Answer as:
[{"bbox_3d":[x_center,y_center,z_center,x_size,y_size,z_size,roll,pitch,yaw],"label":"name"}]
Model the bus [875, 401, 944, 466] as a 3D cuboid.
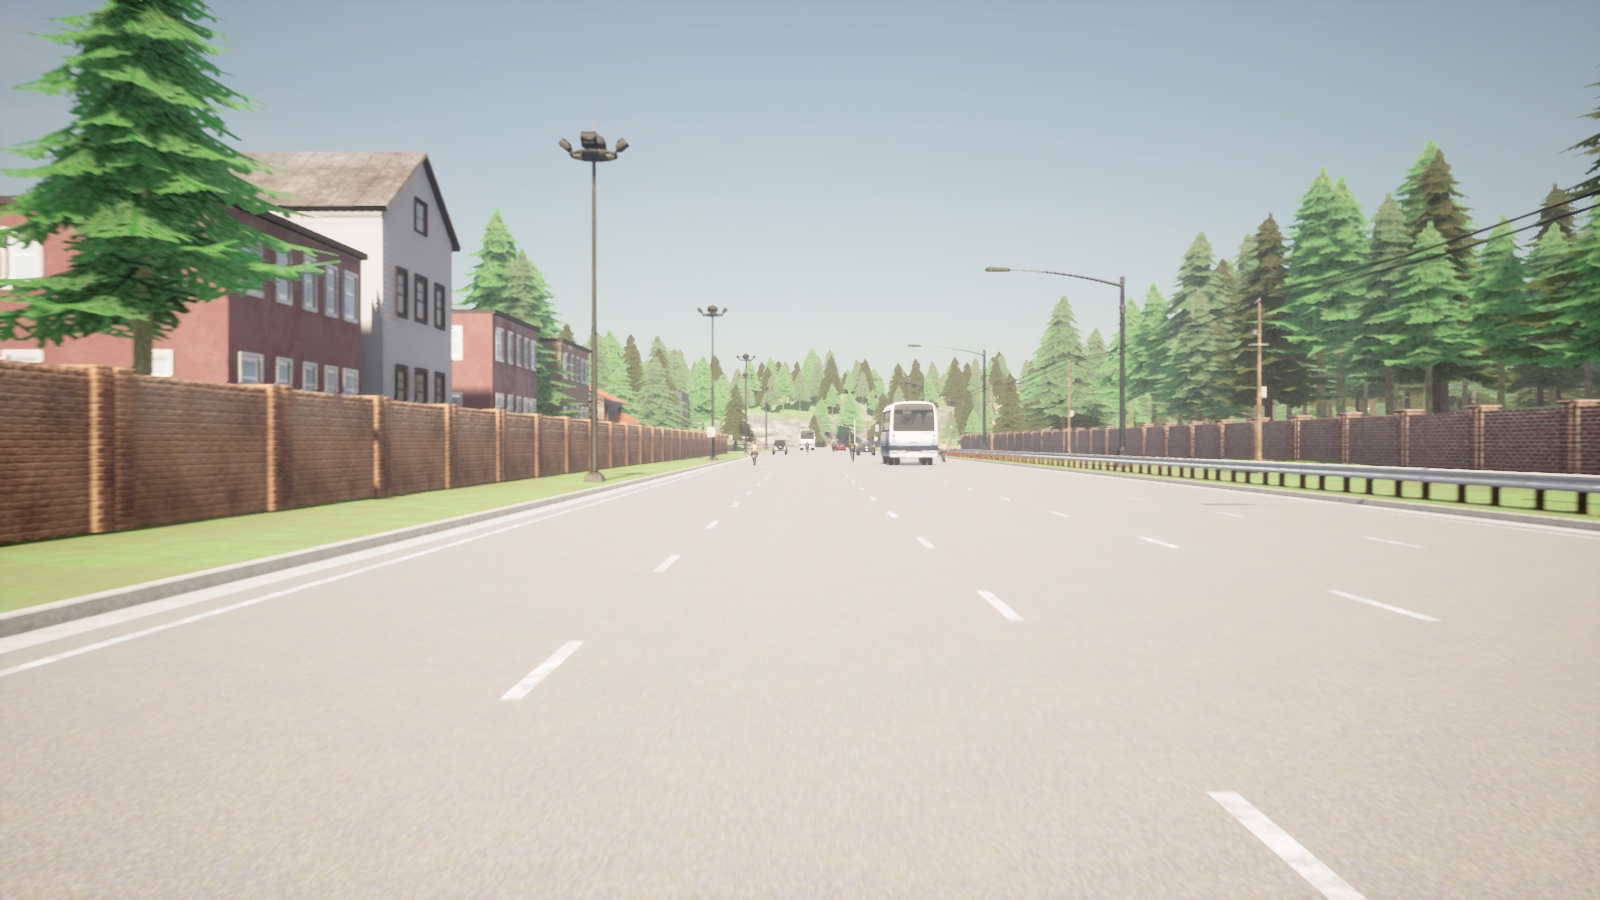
[{"bbox_3d":[7.514,-1.113,87.694,3.944,4.253,10.273,0,0,0],"label":"bus"}]
